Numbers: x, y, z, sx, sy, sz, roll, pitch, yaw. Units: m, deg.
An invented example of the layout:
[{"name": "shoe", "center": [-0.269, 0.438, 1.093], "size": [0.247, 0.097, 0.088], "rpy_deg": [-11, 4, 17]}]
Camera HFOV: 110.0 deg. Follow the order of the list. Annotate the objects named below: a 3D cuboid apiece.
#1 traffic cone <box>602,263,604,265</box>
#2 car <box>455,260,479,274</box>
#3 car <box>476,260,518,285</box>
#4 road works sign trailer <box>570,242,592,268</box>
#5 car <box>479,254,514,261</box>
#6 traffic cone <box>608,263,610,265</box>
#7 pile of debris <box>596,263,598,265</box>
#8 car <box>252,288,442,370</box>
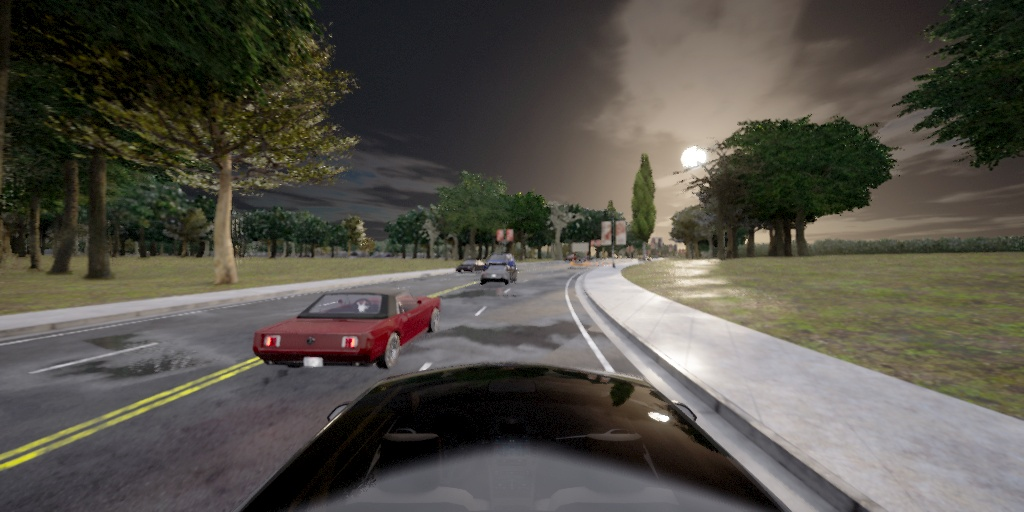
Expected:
[{"name": "traffic cone", "center": [15.562, 1.184, 61.316], "size": [0.340, 0.580, 0.340], "rpy_deg": [0, 0, 25]}, {"name": "car", "center": [-4.357, 1.129, 39.333], "size": [2.033, 1.411, 5.357], "rpy_deg": [0, 0, 16]}, {"name": "car", "center": [-0.825, 1.222, 25.127], "size": [1.994, 1.385, 4.181], "rpy_deg": [0, 0, 10]}, {"name": "road works sign trailer", "center": [9.533, -0.140, 49.779], "size": [2.380, 3.560, 2.880], "rpy_deg": [0, 0, 25]}, {"name": "car", "center": [-1.243, 0.794, 38.359], "size": [2.150, 2.045, 5.566], "rpy_deg": [0, 0, 16]}, {"name": "traffic cone", "center": [16.467, 1.176, 60.895], "size": [0.340, 0.580, 0.340], "rpy_deg": [0, 0, 25]}, {"name": "pile of debris", "center": [12.478, 1.473, 56.122], "size": [1.860, 0.140, 1.500], "rpy_deg": [0, 0, 25]}, {"name": "car", "center": [-2.918, 1.328, 7.689], "size": [1.895, 1.301, 4.718], "rpy_deg": [0, 0, 3]}]
